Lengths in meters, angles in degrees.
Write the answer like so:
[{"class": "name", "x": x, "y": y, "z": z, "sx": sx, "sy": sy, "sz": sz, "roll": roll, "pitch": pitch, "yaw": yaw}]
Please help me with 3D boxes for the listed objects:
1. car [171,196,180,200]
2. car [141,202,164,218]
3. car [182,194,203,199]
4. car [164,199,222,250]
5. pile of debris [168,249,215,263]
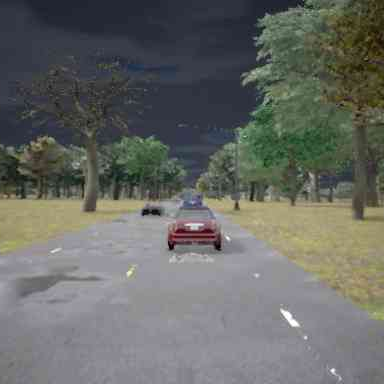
[{"class": "car", "x": -3.539, "y": 1.609, "z": 72.487, "sx": 2.097, "sy": 1.767, "sz": 4.553, "roll": 0, "pitch": 0, "yaw": 0}, {"class": "car", "x": -3.615, "y": 1.651, "z": 31.275, "sx": 1.895, "sy": 1.301, "sz": 4.718, "roll": 0, "pitch": 0, "yaw": 0}, {"class": "car", "x": 0.079, "y": 1.291, "z": 36.988, "sx": 2.150, "sy": 2.045, "sz": 5.566, "roll": 0, "pitch": 0, "yaw": 0}, {"class": "car", "x": 0.092, "y": 1.369, "z": 14.584, "sx": 2.097, "sy": 1.767, "sz": 4.553, "roll": 0, "pitch": 0, "yaw": 0}, {"class": "pile of debris", "x": -0.007, "y": 2.187, "z": 11.523, "sx": 1.500, "sy": 0.140, "sz": 1.860, "roll": 0, "pitch": 0, "yaw": 0}]
